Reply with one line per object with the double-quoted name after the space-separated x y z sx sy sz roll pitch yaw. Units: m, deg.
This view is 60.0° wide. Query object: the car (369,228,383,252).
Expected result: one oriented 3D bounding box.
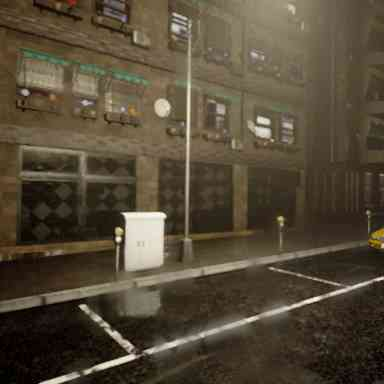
8.528 1.506 12.627 4.829 1.417 1.752 0 1 -35 "car"
